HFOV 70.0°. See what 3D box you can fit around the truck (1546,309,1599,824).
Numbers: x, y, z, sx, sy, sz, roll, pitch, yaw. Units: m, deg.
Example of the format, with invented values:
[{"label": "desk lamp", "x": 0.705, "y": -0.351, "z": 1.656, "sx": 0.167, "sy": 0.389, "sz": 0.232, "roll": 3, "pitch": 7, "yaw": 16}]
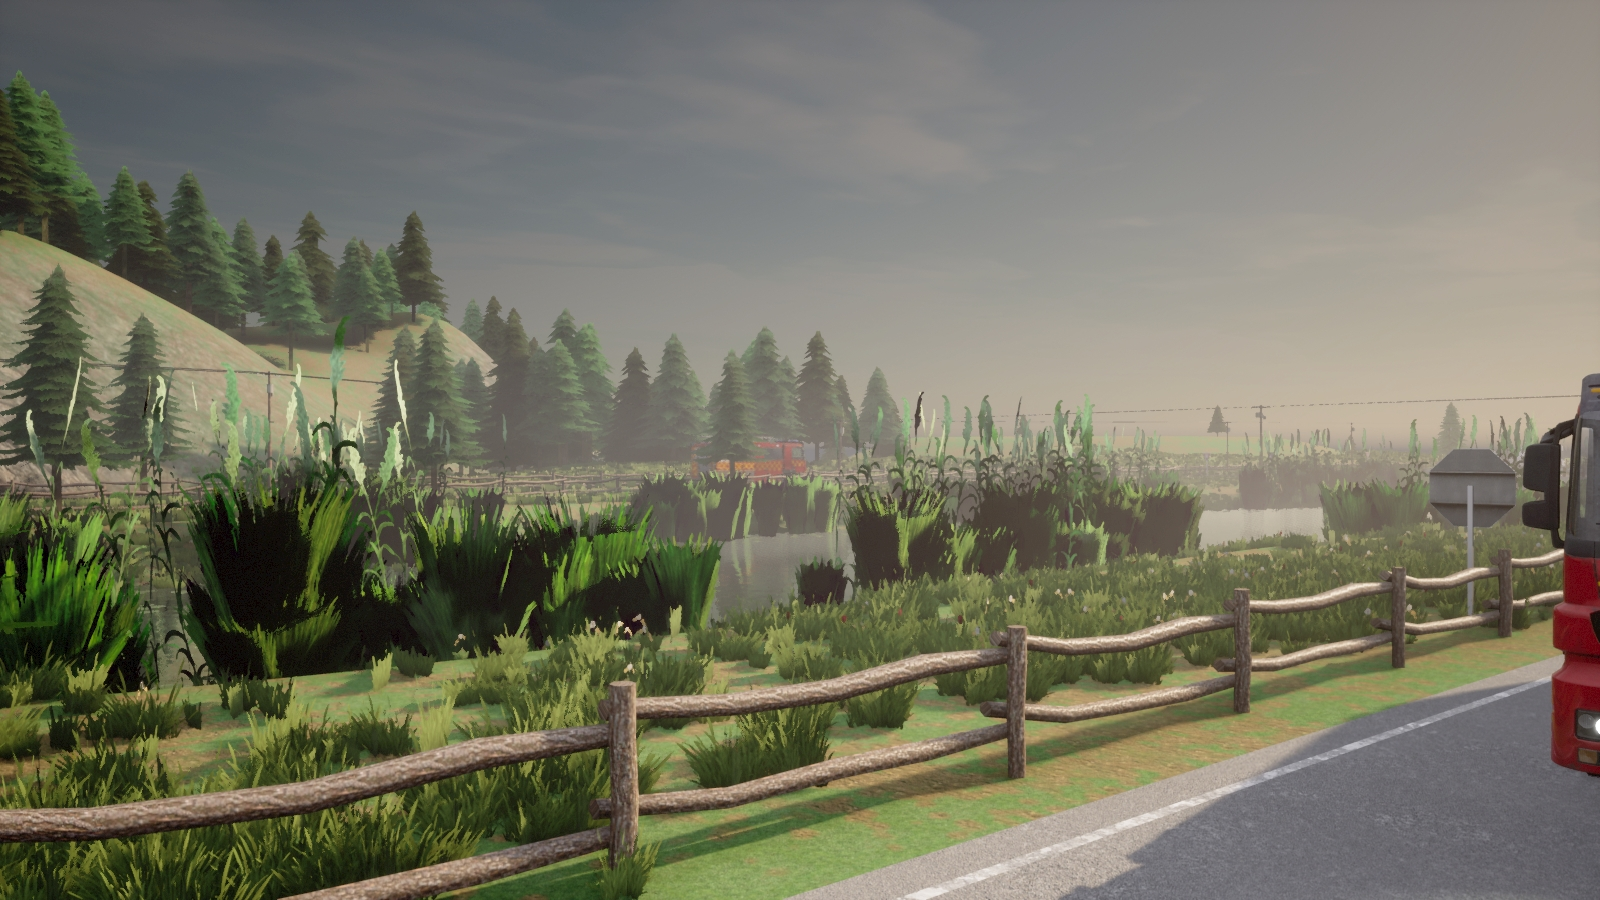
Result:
[{"label": "truck", "x": 9.563, "y": 0.862, "z": 10.965, "sx": 2.891, "sy": 3.827, "sz": 8.468, "roll": 0, "pitch": 0, "yaw": 41}]
